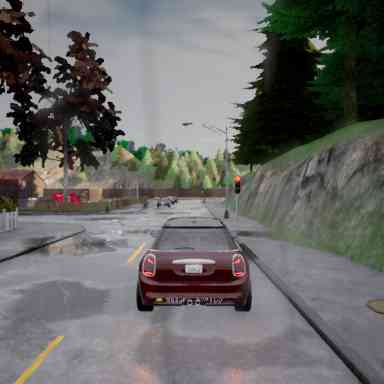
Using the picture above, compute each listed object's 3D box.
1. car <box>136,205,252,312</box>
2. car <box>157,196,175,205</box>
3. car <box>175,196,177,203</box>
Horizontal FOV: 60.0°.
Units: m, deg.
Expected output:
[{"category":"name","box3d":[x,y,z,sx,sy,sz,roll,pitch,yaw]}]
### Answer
[{"category":"car","box3d":[0.055,1.352,7.899,2.097,1.767,4.553,0,0,1]},{"category":"car","box3d":[-4.086,1.491,49.068,2.128,1.511,4.902,0,0,0]},{"category":"car","box3d":[-4.061,1.526,59.098,1.812,1.442,4.674,0,0,0]}]
